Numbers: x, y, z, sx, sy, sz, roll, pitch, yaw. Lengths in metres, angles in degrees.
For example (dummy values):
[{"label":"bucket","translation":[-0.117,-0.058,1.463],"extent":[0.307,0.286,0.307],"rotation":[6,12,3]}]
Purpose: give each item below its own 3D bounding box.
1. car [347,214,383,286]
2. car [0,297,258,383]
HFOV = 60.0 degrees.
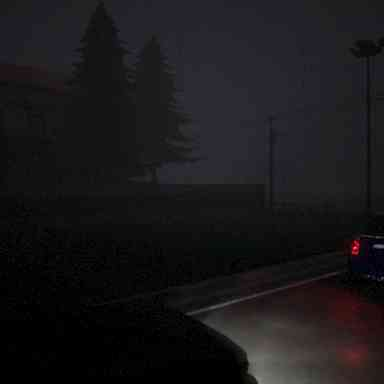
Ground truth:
[{"label":"car","translation":[5.699,1.217,7.820],"extent":[4.553,1.767,2.097],"rotation":[-1,1,-35]},{"label":"car","translation":[-1.999,1.553,2.302],"extent":[5.357,1.411,2.033],"rotation":[-1,1,-36]}]
